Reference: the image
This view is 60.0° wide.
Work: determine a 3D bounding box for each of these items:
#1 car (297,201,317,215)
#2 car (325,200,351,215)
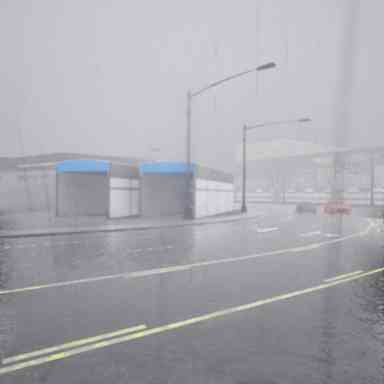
[{"bbox_3d":[13.556,1.880,39.374,1.837,1.490,4.892,1,-1,12],"label":"car"},{"bbox_3d":[17.040,1.753,38.991,2.097,1.767,4.553,0,0,12],"label":"car"}]
